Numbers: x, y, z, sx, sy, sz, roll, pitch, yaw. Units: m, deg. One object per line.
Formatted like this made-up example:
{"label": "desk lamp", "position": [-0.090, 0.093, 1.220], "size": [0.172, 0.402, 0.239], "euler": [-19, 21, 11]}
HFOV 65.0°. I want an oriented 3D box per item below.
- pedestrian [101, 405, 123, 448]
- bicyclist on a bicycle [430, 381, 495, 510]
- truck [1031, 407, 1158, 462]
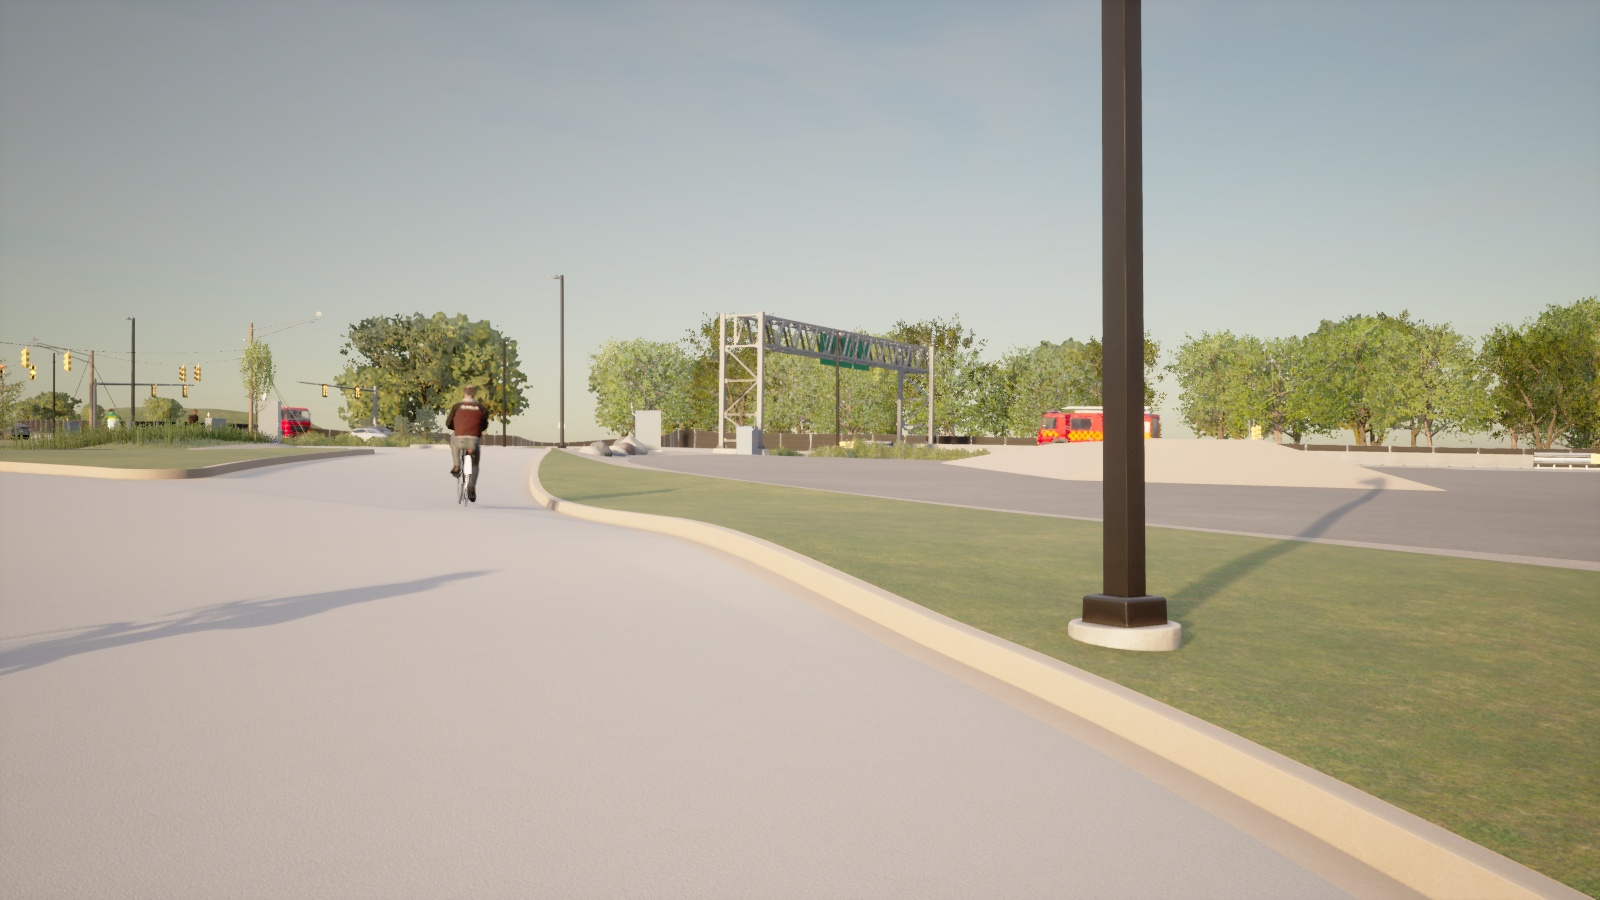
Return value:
{"label": "pedestrian", "position": [-31.943, -1.089, 58.309], "size": [0.659, 1.952, 0.873], "euler": [1, -1, -43]}
{"label": "bicyclist on a bicycle", "position": [-4.972, -0.064, 18.429], "size": [0.659, 1.776, 1.843], "euler": [4, -1, -20]}
{"label": "truck", "position": [21.332, -1.167, 91.214], "size": [8.468, 3.827, 2.891], "euler": [1, 0, 30]}
